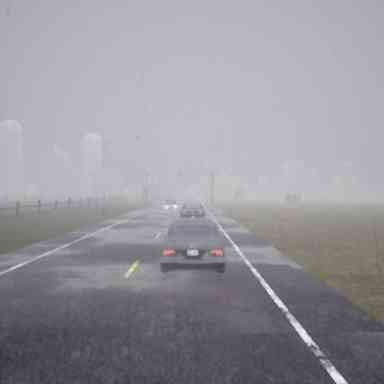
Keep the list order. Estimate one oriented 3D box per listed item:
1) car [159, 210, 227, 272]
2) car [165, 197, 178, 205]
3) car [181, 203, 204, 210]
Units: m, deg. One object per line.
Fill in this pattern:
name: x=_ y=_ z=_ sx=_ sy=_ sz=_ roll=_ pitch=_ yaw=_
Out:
car: x=0.039 y=1.532 z=10.677 sx=2.033 sy=1.411 sz=5.357 roll=0 pitch=0 yaw=0
car: x=-3.467 y=1.492 z=56.223 sx=1.895 sy=1.301 sz=4.718 roll=0 pitch=0 yaw=1
car: x=0.077 y=1.557 z=27.197 sx=1.895 sy=1.301 sz=4.718 roll=0 pitch=0 yaw=1
